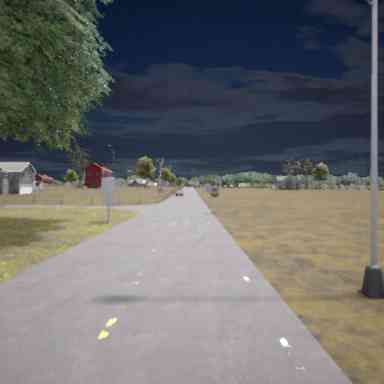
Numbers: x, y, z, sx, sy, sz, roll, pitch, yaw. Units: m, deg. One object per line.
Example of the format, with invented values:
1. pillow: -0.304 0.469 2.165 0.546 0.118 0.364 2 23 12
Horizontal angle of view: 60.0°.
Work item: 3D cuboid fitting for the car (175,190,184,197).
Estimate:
1. car: -2.848 0.319 74.988 1.882 1.535 5.008 0 1 0
